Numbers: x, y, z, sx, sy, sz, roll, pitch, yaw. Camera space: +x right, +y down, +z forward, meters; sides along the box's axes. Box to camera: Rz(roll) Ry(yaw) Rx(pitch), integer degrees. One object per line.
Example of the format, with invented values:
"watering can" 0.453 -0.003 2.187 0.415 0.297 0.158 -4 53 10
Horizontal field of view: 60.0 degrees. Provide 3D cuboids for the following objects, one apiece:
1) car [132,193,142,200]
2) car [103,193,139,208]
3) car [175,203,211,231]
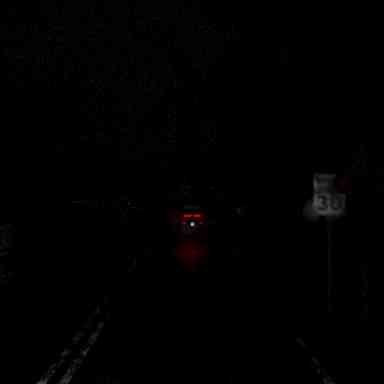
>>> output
"car" -11.301 0.873 60.439 2.128 1.511 4.902 -1 -1 42
"car" -9.140 1.178 41.484 4.181 1.385 1.994 2 0 39
"car" 0.054 1.414 19.771 1.837 1.490 4.892 0 0 1
